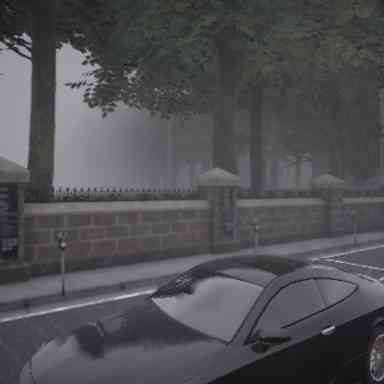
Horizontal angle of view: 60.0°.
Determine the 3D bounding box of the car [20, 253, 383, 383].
[{"bbox_3d":[0.614,1.526,3.813,4.674,1.442,1.812,0,0,-35],"label":"car"}]
